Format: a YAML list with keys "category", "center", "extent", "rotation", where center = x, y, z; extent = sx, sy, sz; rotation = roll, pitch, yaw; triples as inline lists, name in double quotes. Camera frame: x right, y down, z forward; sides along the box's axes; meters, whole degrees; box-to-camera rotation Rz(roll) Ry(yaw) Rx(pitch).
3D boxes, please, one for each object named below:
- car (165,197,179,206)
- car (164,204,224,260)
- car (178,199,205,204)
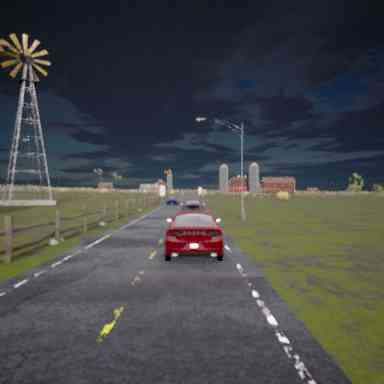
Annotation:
- category: "car"
  center: [-2.813, 1.341, 48.496]
  extent: [1.895, 1.301, 4.718]
  rotation: [0, 0, 0]
- category: "car"
  center: [0.068, 1.413, 12.194]
  extent: [1.882, 1.535, 5.008]
  rotation: [0, 0, 0]
- category: "car"
  center: [0.072, 1.358, 27.807]
  extent: [1.837, 1.490, 4.892]
  rotation: [0, 1, 0]
